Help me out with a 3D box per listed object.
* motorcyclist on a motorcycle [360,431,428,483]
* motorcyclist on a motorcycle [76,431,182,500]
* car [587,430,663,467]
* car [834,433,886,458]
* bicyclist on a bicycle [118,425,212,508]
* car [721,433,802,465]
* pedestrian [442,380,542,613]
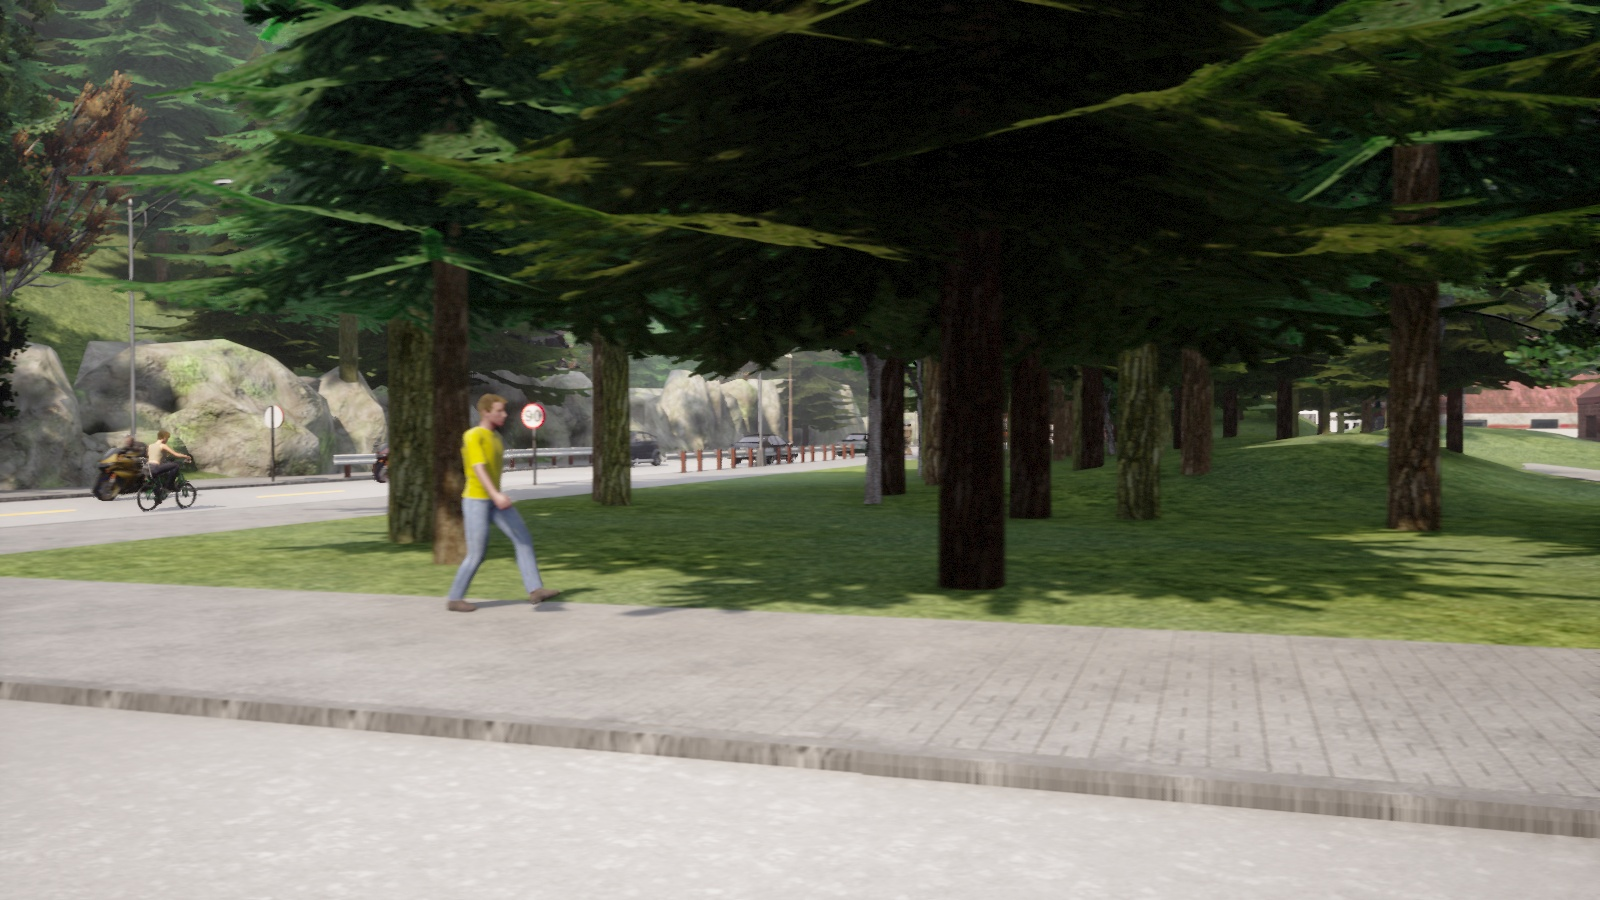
[{"bbox_3d":[-12.479,0.195,38.713,0.866,1.530,2.191,1,1,18],"label":"motorcyclist on a motorcycle"},{"bbox_3d":[-15.601,0.334,29.263,0.866,1.530,2.191,1,1,18],"label":"motorcyclist on a motorcycle"},{"bbox_3d":[-7.456,-0.087,53.915,1.789,1.549,3.705,1,1,18],"label":"car"},{"bbox_3d":[3.602,-0.289,74.425,1.994,1.385,4.181,1,1,19],"label":"car"},{"bbox_3d":[-12.715,0.311,25.206,0.866,1.612,1.509,1,1,18],"label":"bicyclist on a bicycle"},{"bbox_3d":[-1.713,-0.070,58.543,2.033,1.411,5.357,1,1,18],"label":"car"},{"bbox_3d":[-2.496,0.364,10.176,0.706,1.836,0.354,1,1,19],"label":"pedestrian"}]
